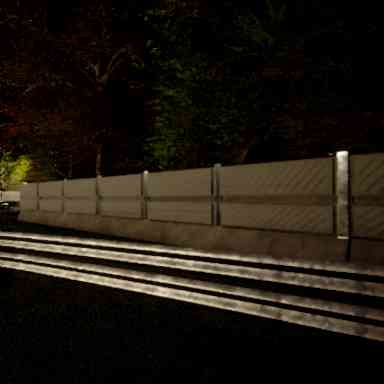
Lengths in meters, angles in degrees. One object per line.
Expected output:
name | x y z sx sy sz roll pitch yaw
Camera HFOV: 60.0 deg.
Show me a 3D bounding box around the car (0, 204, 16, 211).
car | -29.159 2.170 51.144 1.994 1.385 4.181 -1 0 8
